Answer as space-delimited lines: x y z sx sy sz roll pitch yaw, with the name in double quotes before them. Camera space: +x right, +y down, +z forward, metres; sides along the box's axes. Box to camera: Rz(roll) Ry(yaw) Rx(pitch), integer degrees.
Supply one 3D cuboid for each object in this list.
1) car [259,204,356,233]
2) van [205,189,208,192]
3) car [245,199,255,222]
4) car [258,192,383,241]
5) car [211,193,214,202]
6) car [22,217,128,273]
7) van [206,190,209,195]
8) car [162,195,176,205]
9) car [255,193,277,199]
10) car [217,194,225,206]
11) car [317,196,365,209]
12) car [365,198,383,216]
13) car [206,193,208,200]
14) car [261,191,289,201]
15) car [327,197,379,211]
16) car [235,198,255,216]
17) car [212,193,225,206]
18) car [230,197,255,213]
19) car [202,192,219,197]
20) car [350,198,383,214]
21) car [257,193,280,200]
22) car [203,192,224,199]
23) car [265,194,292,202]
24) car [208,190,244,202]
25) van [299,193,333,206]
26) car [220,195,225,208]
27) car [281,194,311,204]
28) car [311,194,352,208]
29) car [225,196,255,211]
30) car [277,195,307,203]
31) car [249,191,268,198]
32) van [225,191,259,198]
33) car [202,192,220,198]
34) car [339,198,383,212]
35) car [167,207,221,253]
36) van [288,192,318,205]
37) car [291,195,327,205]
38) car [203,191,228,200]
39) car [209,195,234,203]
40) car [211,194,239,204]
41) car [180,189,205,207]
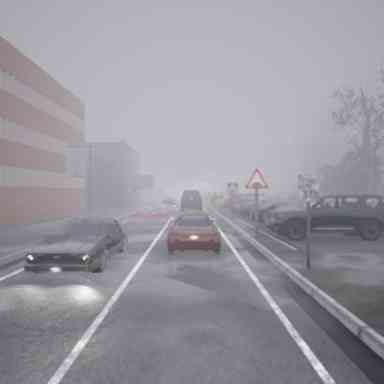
"car" 6.257 1.417 18.395 4.674 1.452 2.002 0 0 -1
"van" 5.573 0.895 74.922 4.442 1.987 1.878 0 1 -1
"car" 6.214 1.374 21.222 5.008 1.535 2.097 0 0 -1
"car" 6.271 1.129 15.569 5.566 2.045 2.435 0 0 -1
"car" 6.003 1.305 49.479 5.366 1.575 1.946 0 0 -1
"car" -3.369 1.533 10.872 2.033 1.411 5.357 0 0 0
"van" 5.651 1.002 69.393 4.442 1.987 1.878 0 1 -1
"car" -3.640 1.312 53.133 1.882 1.535 5.008 0 0 0
"car" 17.958 1.006 80.794 4.892 1.521 2.231 0 1 -1
"car" 6.124 1.326 41.002 5.366 1.575 1.946 0 0 -1
"car" 18.497 1.327 41.373 5.008 1.535 2.097 0 0 -1
"car" 18.660 1.354 29.955 5.008 1.535 2.097 0 0 -1
"car" 5.652 1.281 60.778 5.008 1.535 2.097 0 0 -1
"car" 18.041 0.921 72.445 5.566 2.045 2.435 0 1 -1
"car" 18.547 1.334 38.550 5.008 1.535 2.097 0 0 -1
"car" 6.136 1.403 26.872 4.674 1.452 2.002 0 0 -1
"car" 5.713 1.319 43.822 5.366 1.575 1.946 0 0 -1
"car" 6.102 1.396 29.698 4.674 1.452 2.002 0 0 -1
"car" 5.204 0.754 94.701 4.792 1.488 2.163 0 1 -1
"car" 18.620 1.347 32.778 5.008 1.535 2.097 0 0 -1
"car" 17.960 1.089 78.097 4.792 1.488 2.163 0 1 -1
"car" 5.481 0.891 86.227 5.366 1.575 1.946 0 1 -1
"car" 18.103 1.226 69.616 5.008 1.535 2.097 0 1 -1
"car" 5.806 1.050 52.301 5.566 2.045 2.435 0 0 -1
"van" 18.500 1.081 49.717 4.442 1.987 1.878 0 0 -1
"car" 5.976 1.376 38.174 4.674 1.452 2.002 0 0 -1
"car" 18.233 1.160 58.312 4.553 1.767 2.185 0 0 -1
"car" 18.493 1.194 44.196 4.553 1.767 2.185 0 0 -1
"car" 6.029 1.379 32.523 4.792 1.488 2.163 0 0 -1
"car" 18.258 1.309 61.011 4.792 1.488 2.163 0 0 -1
"car" 17.802 0.710 89.260 4.553 1.767 2.185 0 1 -1
"van" 6.135 1.117 35.350 4.442 1.987 1.878 0 0 -1
"car" 5.218 0.821 91.875 4.674 1.452 2.002 0 1 -1
"car" 18.614 1.370 35.603 4.792 1.488 2.163 0 0 -1
"car" 0.069 1.542 13.546 1.994 1.385 4.181 0 0 0
"van" 18.423 1.067 55.367 4.442 1.987 1.878 0 0 -1
"car" 18.351 1.301 52.542 4.892 1.521 2.231 0 0 -1
"car" 5.388 0.813 77.744 5.566 2.045 2.435 0 1 -1
"car" 5.614 1.314 63.603 4.674 1.452 2.002 0 0 -1
"car" 5.729 1.162 57.952 4.553 1.767 2.185 0 0 -1
"car" -0.054 1.024 35.637 2.150 2.045 5.566 0 -6 0
